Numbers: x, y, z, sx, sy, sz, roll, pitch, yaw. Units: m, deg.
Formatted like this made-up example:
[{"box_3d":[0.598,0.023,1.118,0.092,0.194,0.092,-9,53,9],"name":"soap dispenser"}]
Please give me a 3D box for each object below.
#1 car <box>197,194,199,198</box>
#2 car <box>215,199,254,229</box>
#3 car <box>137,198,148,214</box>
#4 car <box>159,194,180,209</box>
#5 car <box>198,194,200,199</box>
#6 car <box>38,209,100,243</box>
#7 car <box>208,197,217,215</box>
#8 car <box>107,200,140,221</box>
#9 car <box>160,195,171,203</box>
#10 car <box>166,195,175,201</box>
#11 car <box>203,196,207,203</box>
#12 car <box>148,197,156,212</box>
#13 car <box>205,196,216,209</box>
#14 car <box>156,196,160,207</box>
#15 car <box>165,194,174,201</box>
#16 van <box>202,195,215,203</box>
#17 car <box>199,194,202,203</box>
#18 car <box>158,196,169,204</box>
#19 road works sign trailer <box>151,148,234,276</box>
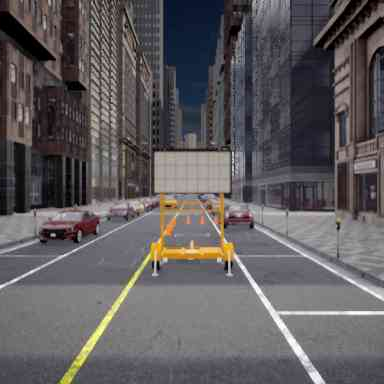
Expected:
[{"box_3d":[2.838,1.528,83.243,1.887,1.381,4.507,0,0,0],"name":"car"},{"box_3d":[2.785,1.434,21.619,1.967,1.590,4.097,0,0,0],"name":"car"},{"box_3d":[-5.731,1.517,32.654,1.752,1.417,4.829,0,0,0],"name":"car"},{"box_3d":[-3.038,1.467,44.415,1.882,1.535,5.008,0,0,0],"name":"car"},{"box_3d":[2.824,1.426,66.437,1.967,1.590,4.097,0,0,0],"name":"car"},{"box_3d":[-5.746,1.540,16.018,1.887,1.381,4.507,0,0,0],"name":"car"},{"box_3d":[2.794,1.517,32.994,1.752,1.417,4.829,0,0,0],"name":"car"},{"box_3d":[-5.736,1.575,27.221,1.802,1.307,4.206,0,0,0],"name":"car"},{"box_3d":[-5.697,1.425,72.036,1.967,1.590,4.097,0,0,0],"name":"car"},{"box_3d":[-5.683,1.549,88.841,1.947,1.339,4.313,0,0,0],"name":"car"},{"box_3d":[2.804,1.534,44.028,1.887,1.381,4.507,0,0,0],"name":"car"},{"box_3d":[-5.726,1.431,38.425,1.967,1.590,4.097,0,0,0],"name":"car"},{"box_3d":[2.799,1.535,38.427,1.887,1.381,4.507,0,0,0],"name":"car"},{"box_3d":[-5.722,1.535,44.027,1.887,1.381,4.507,0,0,0],"name":"car"},{"box_3d":[-5.687,1.424,83.239,1.967,1.590,4.097,0,0,0],"name":"car"},{"box_3d":[2.809,1.330,49.630,1.690,1.788,3.998,0,0,0],"name":"van"},{"box_3d":[2.818,1.531,60.835,1.887,1.381,4.507,0,0,0],"name":"car"},{"box_3d":[-5.702,1.568,66.434,1.802,1.307,4.206,0,0,0],"name":"car"},{"box_3d":[0.009,0.461,10.302,2.380,3.560,2.880,0,0,0],"name":"road works sign trailer"}]
